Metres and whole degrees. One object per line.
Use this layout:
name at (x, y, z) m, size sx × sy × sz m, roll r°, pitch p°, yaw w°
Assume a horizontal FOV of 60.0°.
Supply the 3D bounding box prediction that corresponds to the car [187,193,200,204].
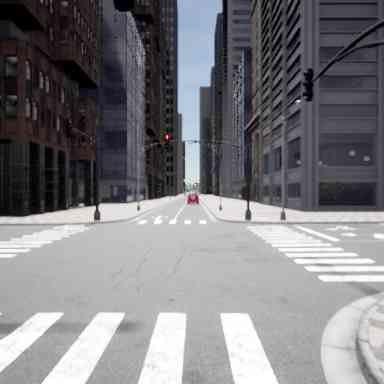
car at (0.218, 1.261, 62.614) m, size 2.150 × 2.045 × 5.566 m, roll 0°, pitch 0°, yaw 0°
